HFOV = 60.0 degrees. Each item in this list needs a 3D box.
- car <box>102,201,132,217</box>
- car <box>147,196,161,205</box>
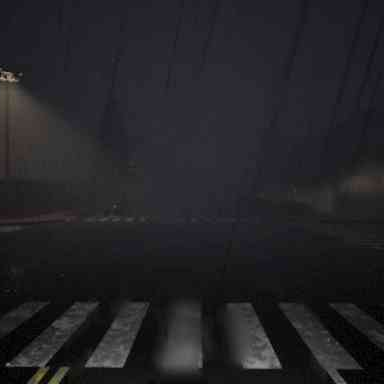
[{"bbox_3d":[-7.001,1.555,31.629,2.033,1.411,5.357,0,0,0],"label":"car"},{"bbox_3d":[-6.578,1.471,57.467,1.882,1.535,5.008,0,0,1],"label":"car"}]
